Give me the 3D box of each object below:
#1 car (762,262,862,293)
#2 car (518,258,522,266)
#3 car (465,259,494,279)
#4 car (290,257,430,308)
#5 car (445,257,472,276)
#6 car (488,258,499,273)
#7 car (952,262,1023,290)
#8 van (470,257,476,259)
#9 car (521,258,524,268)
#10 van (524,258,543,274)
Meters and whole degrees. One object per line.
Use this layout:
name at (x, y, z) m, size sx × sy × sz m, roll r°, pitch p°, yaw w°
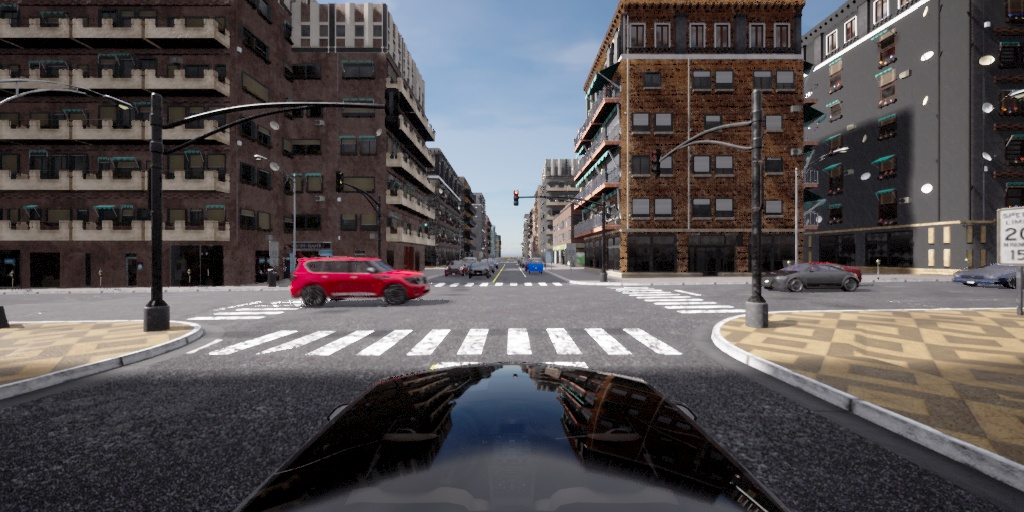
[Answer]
car at (15.026, 1.086, 18.325) m, size 4.181 × 1.385 × 1.994 m, roll -1°, pitch 0°, yaw 0°
car at (2.450, 1.293, 58.215) m, size 1.948 × 1.339 × 4.313 m, roll 0°, pitch 0°, yaw 0°
car at (-2.912, 1.244, 33.161) m, size 1.837 × 1.490 × 4.892 m, roll 0°, pitch 0°, yaw 0°
car at (-6.445, 1.053, 15.424) m, size 5.566 × 2.045 × 2.150 m, roll -1°, pitch 0°, yaw 0°
car at (-5.515, 1.177, 35.872) m, size 1.967 × 1.591 × 4.097 m, roll 0°, pitch 0°, yaw 0°
car at (-2.939, 1.282, 43.063) m, size 2.033 × 1.411 × 5.357 m, roll 0°, pitch 0°, yaw -1°
car at (26.141, 0.916, 18.354) m, size 5.357 × 1.411 × 2.033 m, roll -1°, pitch 0°, yaw 0°
van at (-5.504, 1.073, 47.036) m, size 1.690 × 1.789 × 3.998 m, roll 0°, pitch 0°, yaw 0°
car at (2.565, 1.277, 47.053) m, size 1.888 × 1.381 × 4.507 m, roll 0°, pitch 0°, yaw 0°
van at (2.613, 1.076, 40.849) m, size 1.690 × 1.789 × 3.998 m, roll 0°, pitch 0°, yaw 0°
